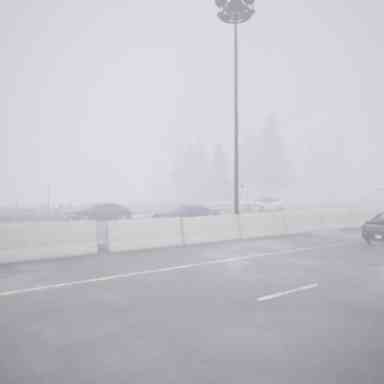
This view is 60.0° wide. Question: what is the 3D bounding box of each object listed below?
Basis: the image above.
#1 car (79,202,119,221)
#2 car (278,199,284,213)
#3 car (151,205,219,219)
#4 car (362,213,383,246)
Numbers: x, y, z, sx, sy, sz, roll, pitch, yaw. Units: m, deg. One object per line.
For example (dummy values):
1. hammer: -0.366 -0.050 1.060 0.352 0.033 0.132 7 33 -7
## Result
1. car: -6.884 1.544 24.858 4.892 1.490 1.837 1 0 -35
2. car: 8.835 1.563 40.200 5.566 2.045 2.150 1 0 -35
3. car: -0.363 1.642 25.197 5.357 1.411 2.033 1 0 -35
4. car: 9.469 1.616 14.767 4.902 1.511 2.128 1 0 -35
